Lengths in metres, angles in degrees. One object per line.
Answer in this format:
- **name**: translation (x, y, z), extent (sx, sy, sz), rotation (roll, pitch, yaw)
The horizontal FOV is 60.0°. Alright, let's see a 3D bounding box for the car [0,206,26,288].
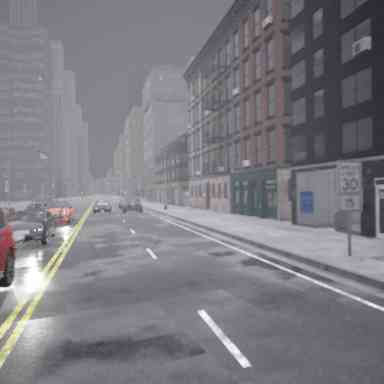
- **car**: translation (-5.042, 1.301, 6.364), extent (2.150, 2.045, 5.566), rotation (-1, 0, -15)

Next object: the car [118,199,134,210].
- **car**: translation (-9.451, 1.704, 47.301), extent (1.895, 1.301, 4.718), rotation (-1, 0, -15)

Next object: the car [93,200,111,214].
- **car**: translation (-9.922, 1.726, 36.862), extent (1.895, 1.301, 4.718), rotation (-1, 0, -15)

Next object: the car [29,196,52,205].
- **car**: translation (-16.943, 1.452, 37.729), extent (2.150, 2.045, 5.566), rotation (-1, 0, -15)

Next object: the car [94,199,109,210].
- **car**: translation (-12.605, 1.758, 46.518), extent (1.895, 1.301, 4.718), rotation (-1, 0, -15)

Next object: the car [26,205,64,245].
- **car**: translation (-7.671, 1.605, 15.936), extent (2.128, 1.511, 4.902), rotation (-1, 0, -15)

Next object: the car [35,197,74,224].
- **car**: translation (-10.354, 1.500, 25.722), extent (2.097, 1.767, 4.553), rotation (-1, 0, -15)

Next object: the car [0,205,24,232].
- **car**: translation (-12.767, 1.718, 22.244), extent (1.812, 1.442, 4.674), rotation (-1, 0, -15)

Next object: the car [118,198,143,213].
- **car**: translation (-6.916, 1.425, 38.063), extent (2.097, 1.767, 4.553), rotation (-1, 0, -15)
